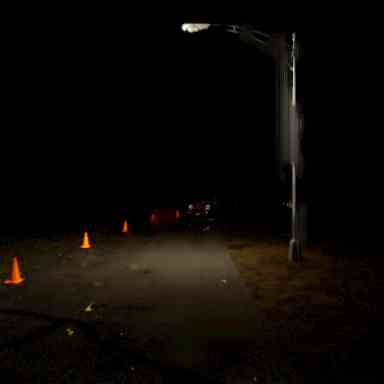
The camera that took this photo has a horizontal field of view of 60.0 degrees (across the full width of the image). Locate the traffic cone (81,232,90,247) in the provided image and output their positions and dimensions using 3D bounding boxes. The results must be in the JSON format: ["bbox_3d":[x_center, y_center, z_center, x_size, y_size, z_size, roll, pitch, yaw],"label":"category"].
[{"bbox_3d":[-4.301,1.926,13.482,0.340,0.580,0.340,0,0,4],"label":"traffic cone"}]

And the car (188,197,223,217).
[{"bbox_3d":[1.258,1.226,29.503,2.097,1.767,4.553,0,1,21],"label":"car"}]

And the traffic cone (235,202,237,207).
[{"bbox_3d":[5.609,1.641,42.782,0.340,0.580,0.340,0,1,34],"label":"traffic cone"}]

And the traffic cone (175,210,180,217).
[{"bbox_3d":[-1.266,1.844,28.781,0.340,0.580,0.340,0,1,19],"label":"traffic cone"}]

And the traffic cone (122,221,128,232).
[{"bbox_3d":[-3.734,1.912,18.663,0.340,0.580,0.340,0,0,9],"label":"traffic cone"}]

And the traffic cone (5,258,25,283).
[{"bbox_3d":[-4.430,1.937,8.322,0.340,0.580,0.340,0,0,0],"label":"traffic cone"}]
